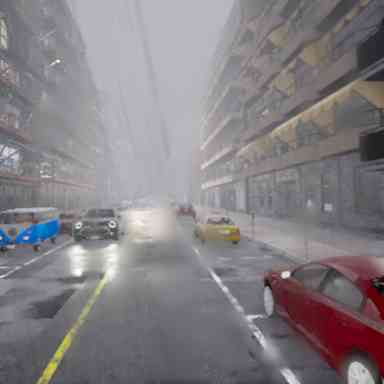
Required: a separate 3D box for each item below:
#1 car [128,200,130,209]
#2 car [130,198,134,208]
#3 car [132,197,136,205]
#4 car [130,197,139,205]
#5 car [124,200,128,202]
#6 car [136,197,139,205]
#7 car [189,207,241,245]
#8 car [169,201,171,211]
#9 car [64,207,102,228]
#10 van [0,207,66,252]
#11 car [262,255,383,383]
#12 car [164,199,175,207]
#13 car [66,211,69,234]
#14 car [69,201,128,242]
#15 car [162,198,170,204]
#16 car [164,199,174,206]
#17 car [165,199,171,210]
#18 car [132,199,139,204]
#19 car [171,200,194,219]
[{"bbox_3d":[-11.540,2.208,54.298,1.752,1.417,4.829,0,-1,-6],"label":"car"},{"bbox_3d":[-12.176,2.292,60.104,2.008,1.369,4.403,0,-1,-6],"label":"car"},{"bbox_3d":[-12.795,2.238,65.742,1.967,1.590,4.097,0,-1,-6],"label":"car"},{"bbox_3d":[-15.266,2.336,88.290,2.192,1.841,5.009,0,-1,-6],"label":"car"},{"bbox_3d":[-10.940,2.192,48.830,1.947,1.339,4.313,0,-1,-6],"label":"car"},{"bbox_3d":[-14.648,2.517,82.652,2.008,1.369,4.403,0,-1,-6],"label":"car"},{"bbox_3d":[1.084,1.649,16.029,1.752,1.417,4.829,0,-1,-6],"label":"car"},{"bbox_3d":[-1.367,1.942,38.408,1.802,1.307,4.206,0,-1,-6],"label":"car"},{"bbox_3d":[-8.469,1.943,26.280,2.008,1.369,4.403,0,-1,-6],"label":"car"},{"bbox_3d":[-7.234,1.613,15.008,1.690,1.788,3.998,0,-1,-6],"label":"van"},{"bbox_3d":[2.338,1.543,4.586,1.887,1.381,4.507,0,-1,-6],"label":"car"},{"bbox_3d":[-4.458,2.199,66.590,2.008,1.369,4.403,0,-1,-6],"label":"car"},{"bbox_3d":[-7.851,1.877,20.642,1.887,1.381,4.507,0,-1,-6],"label":"car"},{"bbox_3d":[-4.872,1.605,18.009,2.097,1.767,4.553,-1,-1,-6],"label":"car"},{"bbox_3d":[-6.930,2.416,89.136,1.887,1.381,4.507,0,-1,-6],"label":"car"},{"bbox_3d":[-5.076,2.249,72.226,1.887,1.381,4.507,0,-1,-6],"label":"car"},{"bbox_3d":[-2.605,1.916,49.680,1.967,1.590,4.097,0,-1,-6],"label":"car"},{"bbox_3d":[-15.884,2.658,93.925,1.802,1.307,4.206,0,-1,-6],"label":"car"},{"bbox_3d":[-0.752,1.741,32.771,1.967,1.590,4.097,0,-1,-6],"label":"car"}]
